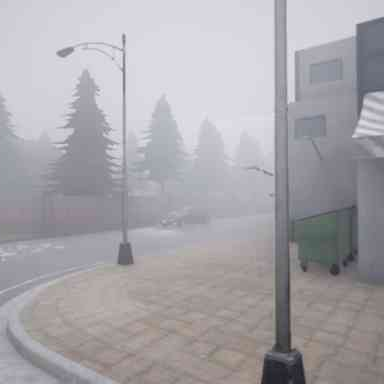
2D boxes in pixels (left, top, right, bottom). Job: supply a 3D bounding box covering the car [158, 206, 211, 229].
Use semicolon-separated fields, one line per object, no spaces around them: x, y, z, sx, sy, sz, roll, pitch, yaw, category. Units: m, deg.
-0.435;1.805;24.504;1.837;1.490;4.892;-1;0;37;car
